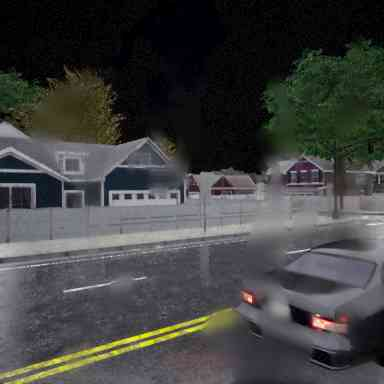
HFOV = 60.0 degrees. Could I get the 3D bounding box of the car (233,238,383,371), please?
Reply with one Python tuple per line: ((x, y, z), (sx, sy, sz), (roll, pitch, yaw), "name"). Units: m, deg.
((3.158, 1.539, 5.719), (5.357, 1.411, 2.033), (0, 0, -36), "car")
